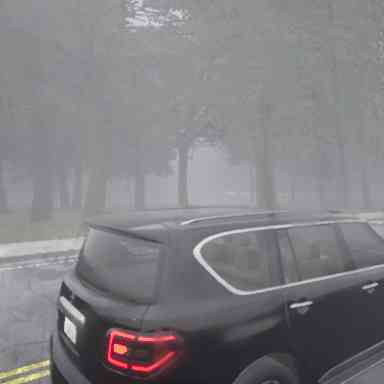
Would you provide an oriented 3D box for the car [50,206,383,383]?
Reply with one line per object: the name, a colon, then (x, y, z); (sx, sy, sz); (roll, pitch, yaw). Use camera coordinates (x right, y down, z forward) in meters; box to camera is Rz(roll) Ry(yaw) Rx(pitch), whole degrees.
car: (1.188, 1.197, 4.287); (5.566, 2.045, 2.150); (0, 0, -35)
